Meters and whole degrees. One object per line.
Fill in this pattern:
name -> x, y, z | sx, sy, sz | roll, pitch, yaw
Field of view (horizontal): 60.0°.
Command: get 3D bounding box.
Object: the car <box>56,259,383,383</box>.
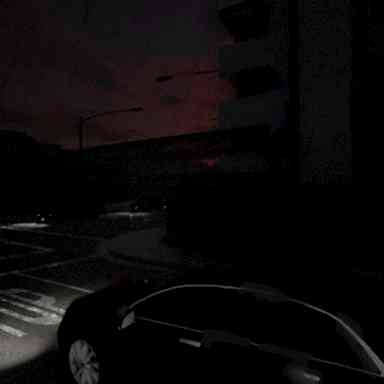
car -> 0.511, 1.515, 3.577 | 4.892, 1.490, 1.837 | -1, 0, 35

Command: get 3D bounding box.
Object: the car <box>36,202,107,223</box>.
car -> -9.048, 1.474, 25.552 | 2.033, 1.411, 5.357 | 0, 1, 32

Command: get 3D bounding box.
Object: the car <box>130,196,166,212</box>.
car -> -4.664, 1.213, 34.643 | 1.837, 1.490, 4.892 | 0, 1, 19

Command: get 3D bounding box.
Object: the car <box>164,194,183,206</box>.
car -> -2.408, 1.014, 44.681 | 1.812, 1.442, 4.674 | 0, 1, 5
